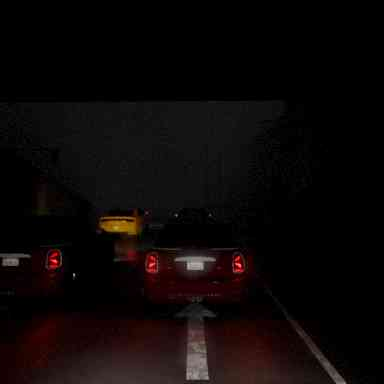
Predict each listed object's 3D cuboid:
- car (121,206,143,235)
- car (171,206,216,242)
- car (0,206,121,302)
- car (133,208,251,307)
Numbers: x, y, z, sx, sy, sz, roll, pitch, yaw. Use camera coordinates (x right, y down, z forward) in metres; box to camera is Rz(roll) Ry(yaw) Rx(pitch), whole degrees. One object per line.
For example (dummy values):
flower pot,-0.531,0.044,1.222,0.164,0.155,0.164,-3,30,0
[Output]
car,-3.431,1.477,17.529,1.882,1.535,5.008,0,0,0
car,0.070,1.547,17.639,2.033,1.411,5.357,0,0,0
car,-3.428,1.352,8.440,2.097,1.767,4.553,0,0,0
car,0.067,1.352,8.113,2.097,1.767,4.553,0,0,0
